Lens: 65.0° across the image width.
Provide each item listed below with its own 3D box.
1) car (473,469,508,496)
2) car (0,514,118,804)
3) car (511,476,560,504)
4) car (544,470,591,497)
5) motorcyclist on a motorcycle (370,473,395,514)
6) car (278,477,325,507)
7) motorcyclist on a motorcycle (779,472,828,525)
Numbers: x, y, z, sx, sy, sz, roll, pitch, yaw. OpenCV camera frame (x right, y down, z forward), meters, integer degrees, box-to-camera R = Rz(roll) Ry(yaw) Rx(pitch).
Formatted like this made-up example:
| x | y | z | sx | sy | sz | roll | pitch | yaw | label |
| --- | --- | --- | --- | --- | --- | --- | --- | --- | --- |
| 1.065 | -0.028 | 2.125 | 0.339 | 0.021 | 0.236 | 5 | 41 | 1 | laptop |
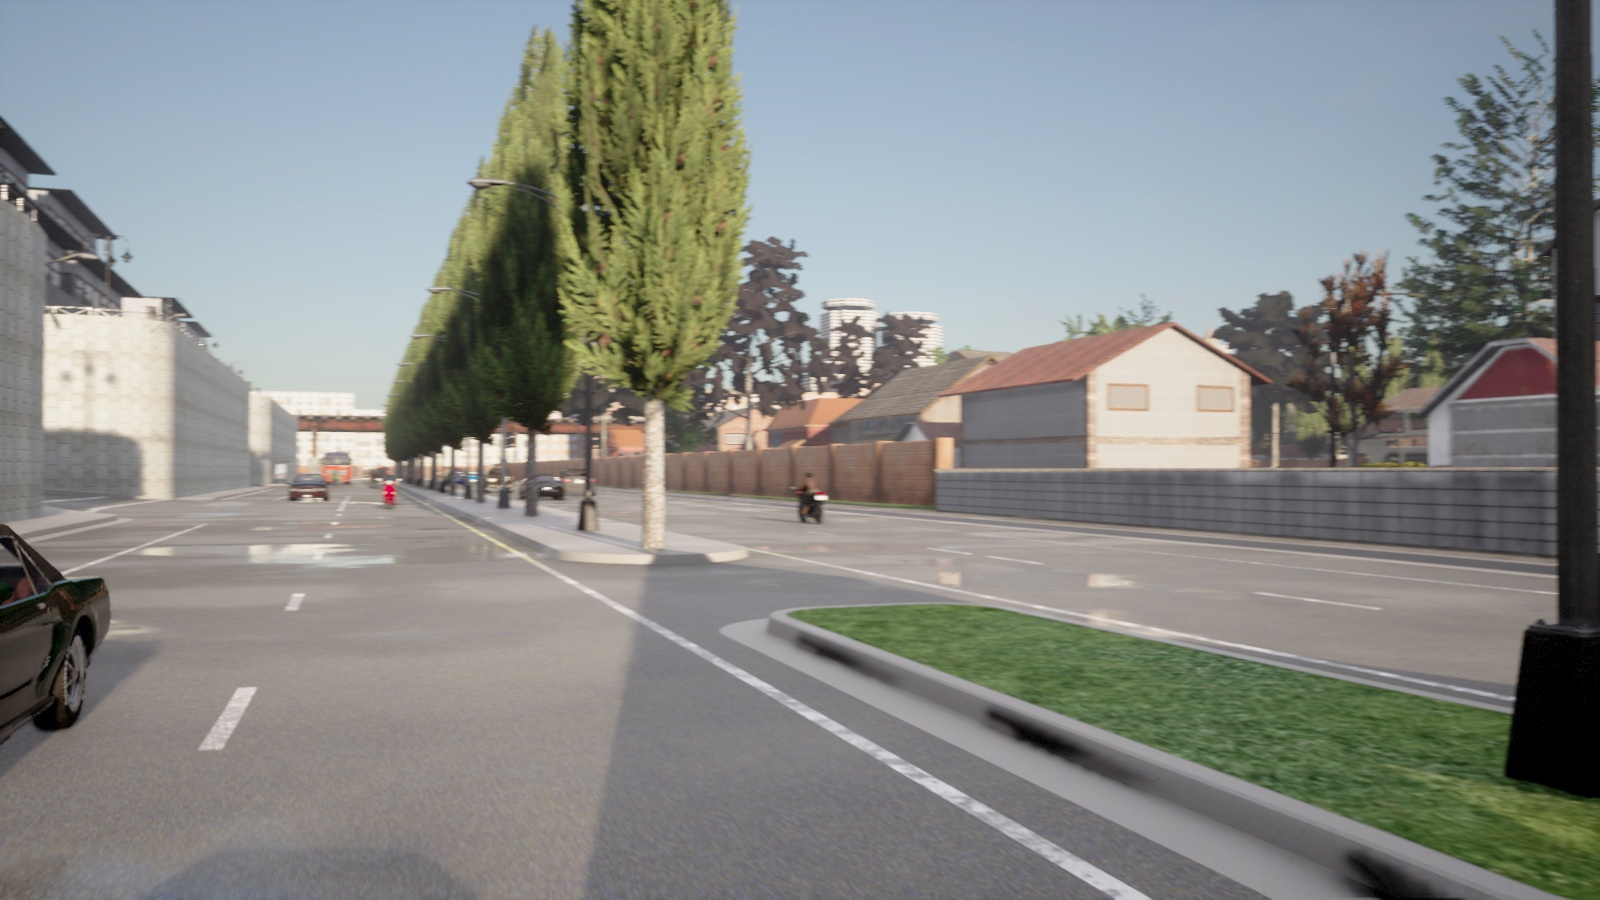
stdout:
| x | y | z | sx | sy | sz | roll | pitch | yaw | label |
| --- | --- | --- | --- | --- | --- | --- | --- | --- | --- |
| -21.778 | 2.257 | 88.347 | 1.932 | 1.855 | 4.605 | 0 | -1 | -20 | car |
| -4.879 | 1.052 | 6.170 | 1.895 | 1.301 | 4.718 | 0 | -1 | -19 | car |
| -14.054 | 2.087 | 66.599 | 1.994 | 1.385 | 4.181 | 0 | -1 | -20 | car |
| -14.576 | 2.070 | 78.529 | 2.242 | 1.667 | 4.611 | 0 | -1 | -20 | car |
| -16.434 | 1.685 | 49.406 | 0.866 | 1.590 | 1.817 | 0 | -1 | -19 | motorcyclist on a motorcycle |
| -25.328 | 2.107 | 63.952 | 2.033 | 1.411 | 5.357 | 0 | -1 | -19 | car |
| 0.077 | 1.416 | 37.270 | 0.797 | 1.523 | 2.044 | 0 | -1 | -20 | motorcyclist on a motorcycle |
